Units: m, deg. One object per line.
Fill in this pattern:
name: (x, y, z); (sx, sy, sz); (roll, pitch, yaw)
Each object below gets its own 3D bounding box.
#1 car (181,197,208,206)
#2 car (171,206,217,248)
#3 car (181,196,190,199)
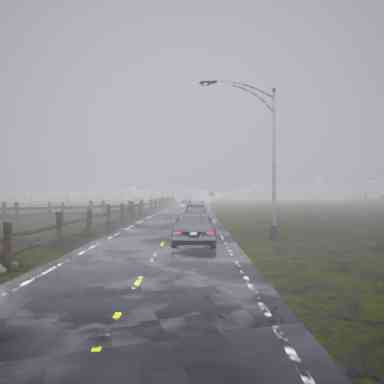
car: (0.367, 1.497, 29.589); (2.128, 1.511, 4.902); (0, 0, 1)
car: (0.086, 1.563, 14.609); (2.033, 1.411, 5.357); (0, 0, 1)
car: (-1.023, 1.565, 63.683); (1.837, 1.490, 4.892); (0, 0, 3)
